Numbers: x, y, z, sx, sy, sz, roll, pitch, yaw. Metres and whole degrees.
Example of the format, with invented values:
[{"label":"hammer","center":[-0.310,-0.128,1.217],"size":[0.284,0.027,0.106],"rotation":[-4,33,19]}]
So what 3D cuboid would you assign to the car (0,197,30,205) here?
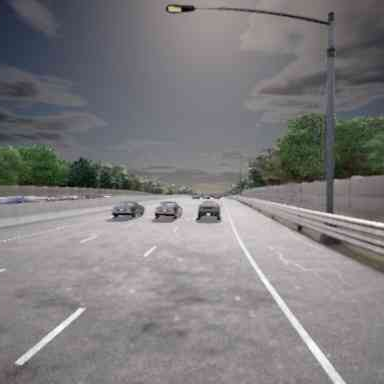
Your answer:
[{"label":"car","center":[-22.125,1.329,41.115],"size":[1.882,1.535,5.008],"rotation":[0,0,5]}]

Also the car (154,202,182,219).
[{"label":"car","center":[-1.994,1.533,28.945],"size":[2.033,1.411,5.357],"rotation":[0,0,5]}]

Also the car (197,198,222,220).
[{"label":"car","center":[1.495,1.514,28.659],"size":[1.837,1.490,4.892],"rotation":[0,0,5]}]

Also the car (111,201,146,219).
[{"label":"car","center":[-5.483,1.510,29.231],"size":[2.033,1.411,5.357],"rotation":[0,0,5]}]

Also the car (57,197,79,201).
[{"label":"car","center":[-20.853,1.450,56.149],"size":[1.895,1.301,4.718],"rotation":[0,0,5]}]
